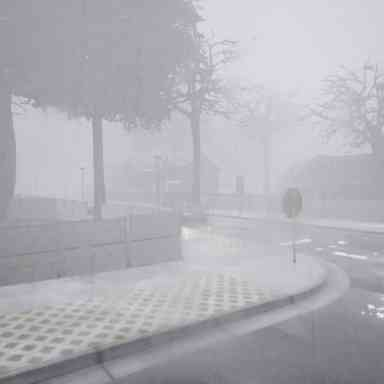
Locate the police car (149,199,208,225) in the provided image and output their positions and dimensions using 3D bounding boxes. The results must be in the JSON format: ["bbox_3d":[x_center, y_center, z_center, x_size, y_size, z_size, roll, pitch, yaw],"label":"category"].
[{"bbox_3d":[-0.897,1.254,21.878,2.038,1.542,4.974,-1,1,-35],"label":"police car"}]
